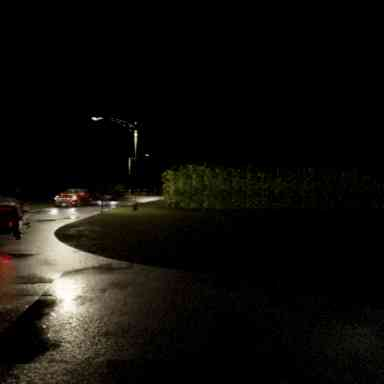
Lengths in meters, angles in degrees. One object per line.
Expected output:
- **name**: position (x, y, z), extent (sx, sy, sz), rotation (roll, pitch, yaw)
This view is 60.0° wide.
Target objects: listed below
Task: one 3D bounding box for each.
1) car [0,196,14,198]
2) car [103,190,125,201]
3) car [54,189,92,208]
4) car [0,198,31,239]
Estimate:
- **car**: position (-11.378, 0.935, 19.494), extent (1.994, 1.385, 4.181), rotation (1, 1, 2)
- **car**: position (-10.261, 0.421, 43.838), extent (1.812, 1.442, 4.674), rotation (1, 1, 6)
- **car**: position (-11.168, 0.478, 31.500), extent (2.097, 1.767, 4.553), rotation (1, 1, 3)
- **car**: position (-7.914, 1.137, 13.825), extent (1.895, 1.301, 4.718), rotation (0, 1, -21)
